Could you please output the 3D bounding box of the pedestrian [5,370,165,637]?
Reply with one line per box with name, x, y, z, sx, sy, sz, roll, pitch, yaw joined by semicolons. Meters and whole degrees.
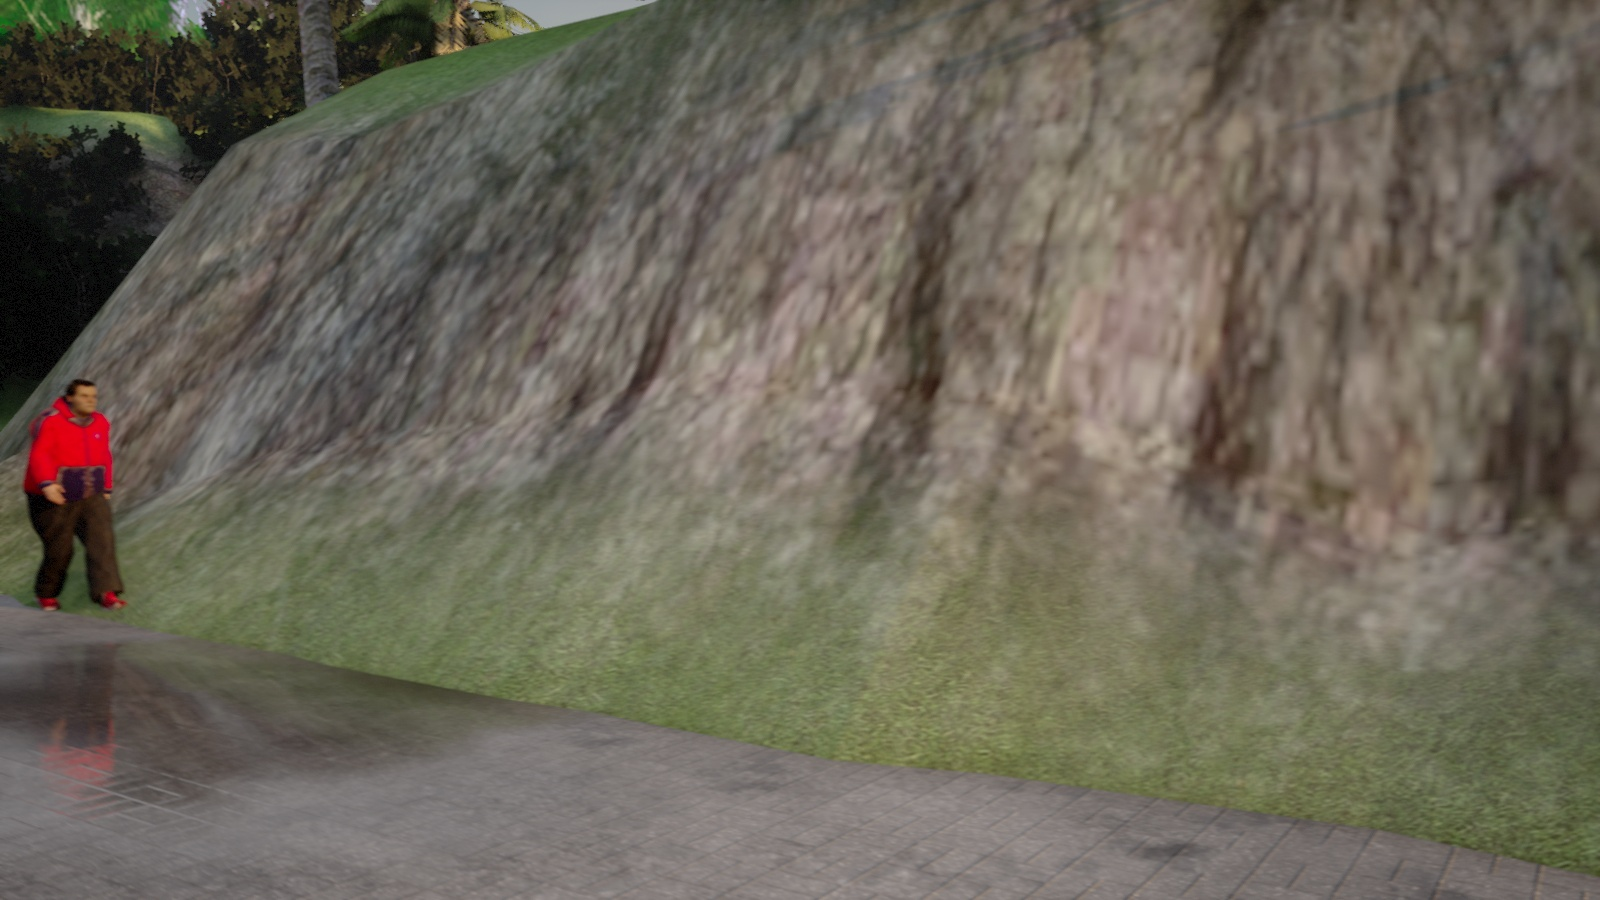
pedestrian;-5.211;0.364;9.155;0.899;1.844;0.634;0;1;32
